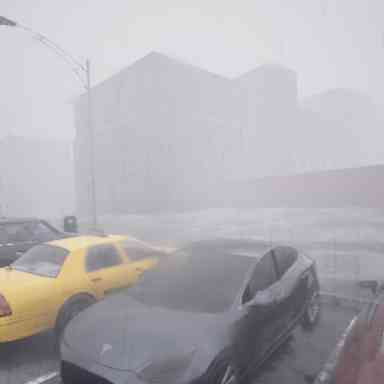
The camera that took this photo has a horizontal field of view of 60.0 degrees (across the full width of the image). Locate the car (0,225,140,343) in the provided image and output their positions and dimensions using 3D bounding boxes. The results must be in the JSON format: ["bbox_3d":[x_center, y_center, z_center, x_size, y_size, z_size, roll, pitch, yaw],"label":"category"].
[{"bbox_3d":[-1.716,1.516,6.775,1.946,1.575,5.366,-1,0,36],"label":"car"}]

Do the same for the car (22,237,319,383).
[{"bbox_3d":[0.431,1.528,4.977,2.163,1.488,4.792,-1,0,36],"label":"car"}]

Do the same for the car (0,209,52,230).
[{"bbox_3d":[-4.217,1.415,8.296,2.185,1.767,4.553,-1,0,36],"label":"car"}]

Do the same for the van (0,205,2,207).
[{"bbox_3d":[-8.660,1.385,11.654,1.878,1.987,4.442,-1,-1,36],"label":"van"}]
